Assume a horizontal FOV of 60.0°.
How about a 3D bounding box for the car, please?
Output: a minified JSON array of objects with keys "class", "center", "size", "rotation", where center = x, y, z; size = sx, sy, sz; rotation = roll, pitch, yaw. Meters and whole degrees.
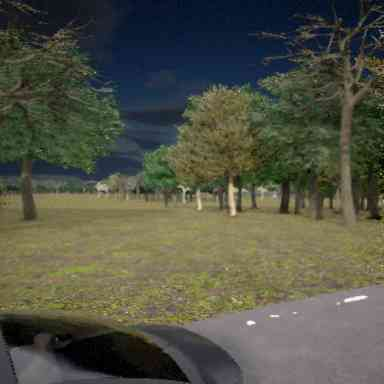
[{"class":"car","center":[-1.801,1.489,1.248],"size":[4.892,1.490,1.837],"rotation":[1,-1,-36]}]
